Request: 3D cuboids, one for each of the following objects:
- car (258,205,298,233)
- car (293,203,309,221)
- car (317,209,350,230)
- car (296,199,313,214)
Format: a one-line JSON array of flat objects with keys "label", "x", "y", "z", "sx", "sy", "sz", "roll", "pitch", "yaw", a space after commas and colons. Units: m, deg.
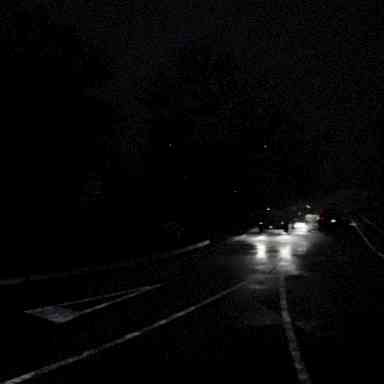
[{"label": "car", "x": 5.806, "y": 1.909, "z": 22.652, "sx": 1.812, "sy": 1.442, "sz": 4.674, "roll": -2, "pitch": -1, "yaw": 24}, {"label": "car", "x": 9.821, "y": 2.048, "z": 32.107, "sx": 1.895, "sy": 1.301, "sz": 4.718, "roll": -2, "pitch": -1, "yaw": 23}, {"label": "car", "x": 9.763, "y": 1.835, "z": 23.057, "sx": 1.994, "sy": 1.385, "sz": 4.181, "roll": -2, "pitch": -1, "yaw": 22}, {"label": "car", "x": 13.696, "y": 1.812, "z": 41.153, "sx": 2.097, "sy": 1.767, "sz": 4.553, "roll": -2, "pitch": -1, "yaw": 24}]
